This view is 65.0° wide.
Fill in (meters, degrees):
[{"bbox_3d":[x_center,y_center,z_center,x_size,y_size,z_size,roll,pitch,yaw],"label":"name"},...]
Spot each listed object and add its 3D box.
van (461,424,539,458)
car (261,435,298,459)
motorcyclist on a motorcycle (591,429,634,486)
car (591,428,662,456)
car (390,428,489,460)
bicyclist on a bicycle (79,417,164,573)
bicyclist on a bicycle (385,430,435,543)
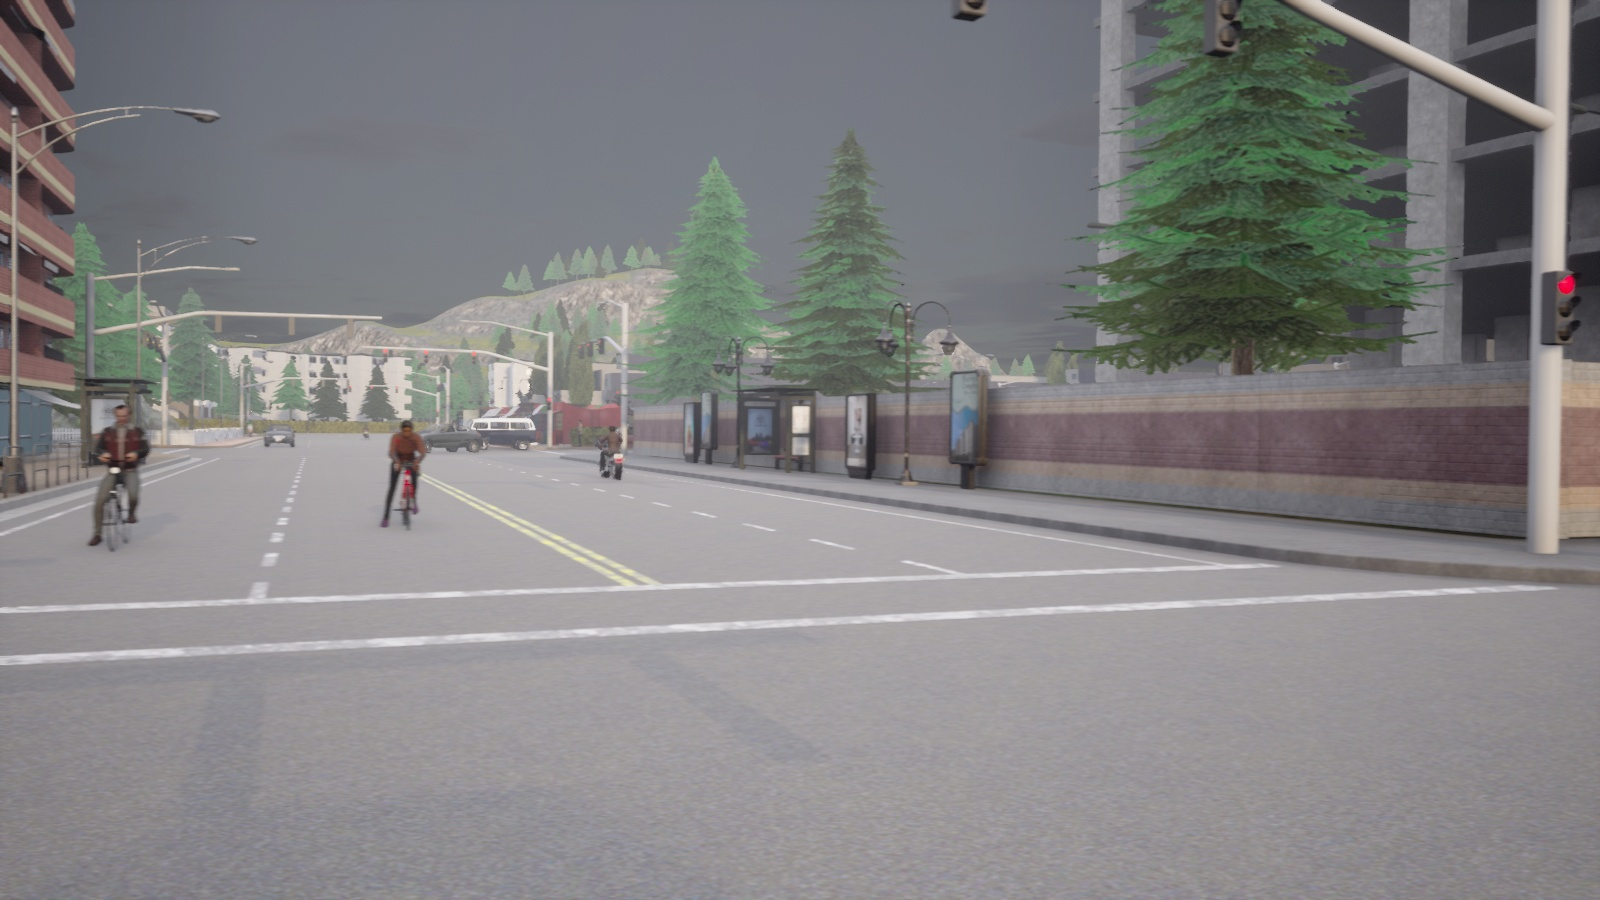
[{"bbox_3d":[-18.686,-0.568,78.148,4.480,2.038,2.069,-1,1,-22],"label":"van"},{"bbox_3d":[-34.769,-0.237,84.025,2.128,1.511,4.902,-1,1,-21],"label":"car"},{"bbox_3d":[-5.657,0.195,37.749,0.766,1.649,2.350,-1,1,-21],"label":"motorcyclist on a motorcycle"},{"bbox_3d":[-10.714,-0.505,77.529,3.988,1.617,1.851,-1,1,-22],"label":"car"},{"bbox_3d":[-20.110,-0.357,70.255,2.152,1.651,5.027,0,1,35],"label":"car"},{"bbox_3d":[-8.273,0.508,15.368,0.659,1.776,1.843,-1,1,-21],"label":"bicyclist on a bicycle"},{"bbox_3d":[-5.863,0.508,18.844,0.582,1.620,1.656,-1,1,-21],"label":"bicyclist on a bicycle"}]
